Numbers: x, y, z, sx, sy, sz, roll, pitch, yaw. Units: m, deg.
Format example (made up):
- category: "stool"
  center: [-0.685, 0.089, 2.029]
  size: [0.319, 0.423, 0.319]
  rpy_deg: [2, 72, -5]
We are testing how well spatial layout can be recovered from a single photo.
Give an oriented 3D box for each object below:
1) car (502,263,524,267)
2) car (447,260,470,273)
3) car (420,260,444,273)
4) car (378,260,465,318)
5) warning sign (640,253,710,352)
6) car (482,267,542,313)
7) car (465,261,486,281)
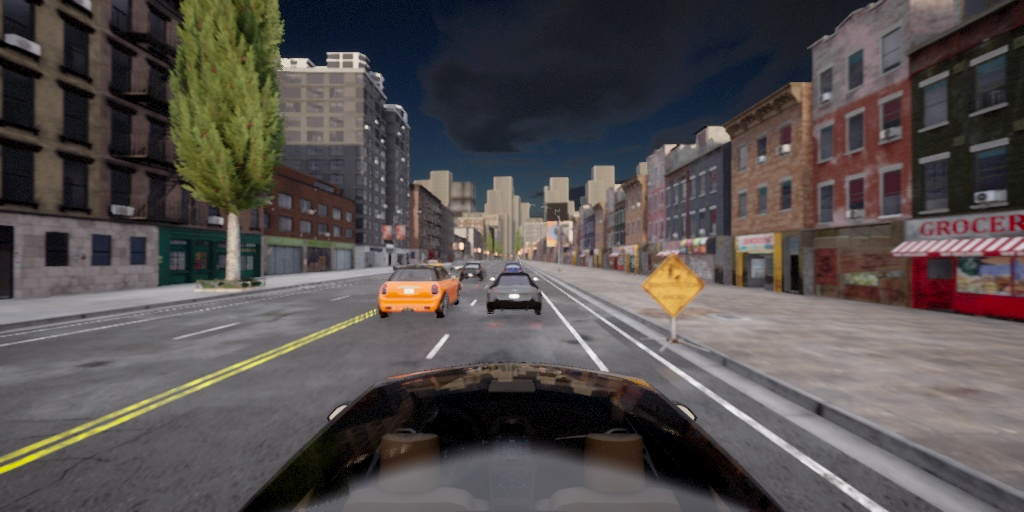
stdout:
- category: "car"
  center: [0.078, 1.272, 29.689]
  size: [1.812, 1.442, 4.674]
  rpy_deg: [0, 0, 0]
- category: "car"
  center: [-6.602, 1.262, 44.940]
  size: [2.128, 1.511, 4.902]
  rpy_deg: [0, 0, 0]
- category: "car"
  center: [-9.852, 1.247, 44.404]
  size: [1.882, 1.535, 5.008]
  rpy_deg: [0, 0, 0]
- category: "car"
  center: [-3.170, 1.099, 13.183]
  size: [2.097, 1.767, 4.553]
  rpy_deg: [0, 0, 0]
- category: "warning sign"
  center: [3.223, 0.864, 7.186]
  size: [1.300, 1.860, 1.060]
  rpy_deg: [0, 0, 0]
- category: "car"
  center: [0.081, 1.310, 13.940]
  size: [1.994, 1.385, 4.181]
  rpy_deg: [0, 0, 0]
- category: "car"
  center: [-3.172, 1.272, 29.676]
  size: [1.812, 1.442, 4.674]
  rpy_deg: [0, 0, 0]
